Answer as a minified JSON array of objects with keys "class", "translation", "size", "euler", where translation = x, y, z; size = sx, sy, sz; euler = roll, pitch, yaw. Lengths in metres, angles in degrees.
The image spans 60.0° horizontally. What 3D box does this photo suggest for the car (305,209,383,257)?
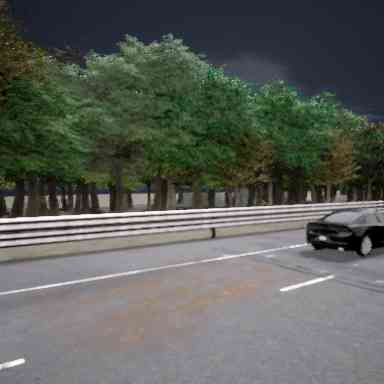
[{"class":"car","translation":[6.406,1.382,12.598],"size":[5.008,1.535,1.882],"euler":[-1,0,-35]}]
